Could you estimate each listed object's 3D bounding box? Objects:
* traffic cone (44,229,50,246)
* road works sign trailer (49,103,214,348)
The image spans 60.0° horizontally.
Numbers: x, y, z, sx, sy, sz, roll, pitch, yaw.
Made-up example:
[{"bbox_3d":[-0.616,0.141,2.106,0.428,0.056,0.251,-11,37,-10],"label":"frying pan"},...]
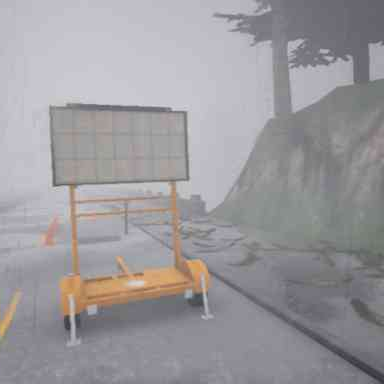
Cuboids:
[{"bbox_3d":[-5.230,1.647,12.169,0.340,0.580,0.340,-3,2,-20],"label":"traffic cone"},{"bbox_3d":[-1.242,0.241,6.150,2.380,3.560,2.880,-3,2,-20],"label":"road works sign trailer"}]
